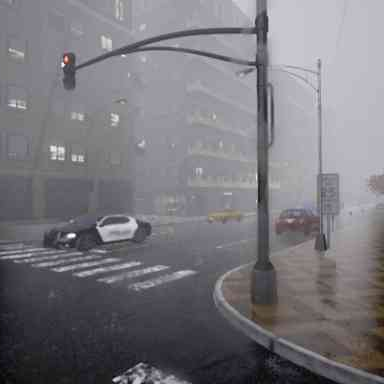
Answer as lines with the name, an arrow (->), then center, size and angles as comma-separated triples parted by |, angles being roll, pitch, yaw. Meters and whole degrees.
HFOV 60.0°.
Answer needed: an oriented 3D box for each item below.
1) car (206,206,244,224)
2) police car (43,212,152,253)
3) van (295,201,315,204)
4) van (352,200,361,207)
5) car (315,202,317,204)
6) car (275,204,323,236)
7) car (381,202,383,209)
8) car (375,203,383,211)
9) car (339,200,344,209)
car -> 3.016, 1.990, 29.709 | 1.752, 1.417, 4.829 | -2, -2, 35
police car -> -4.096, 1.698, 14.987 | 2.038, 1.542, 4.974 | -1, -1, 35
van -> 16.132, 2.161, 48.323 | 1.690, 1.788, 3.998 | -2, -2, 35
van -> 42.136, 2.869, 85.287 | 1.690, 1.788, 3.998 | -2, -2, 35
car -> 19.388, 2.349, 52.937 | 1.967, 1.590, 4.097 | -2, -2, 35
car -> 6.656, 1.745, 20.447 | 1.967, 1.590, 4.097 | -2, -2, 35
car -> 39.207, 2.738, 66.617 | 2.008, 1.369, 4.403 | -2, -2, 35
car -> 32.697, 2.577, 57.383 | 1.947, 1.339, 4.313 | -2, -2, 35
car -> 29.152, 2.488, 66.793 | 2.192, 1.841, 5.009 | -2, -2, 35
